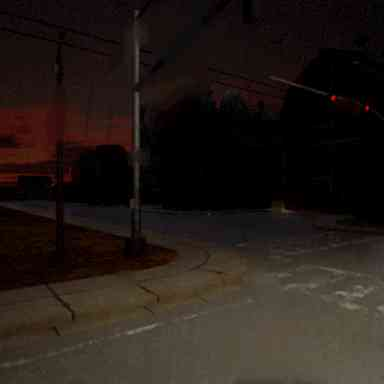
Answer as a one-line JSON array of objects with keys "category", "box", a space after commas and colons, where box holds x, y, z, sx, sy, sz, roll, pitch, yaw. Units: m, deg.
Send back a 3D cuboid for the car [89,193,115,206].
[{"category": "car", "box": [-13.694, 1.105, 50.676, 3.866, 1.878, 1.905, -2, 5, 11]}]
